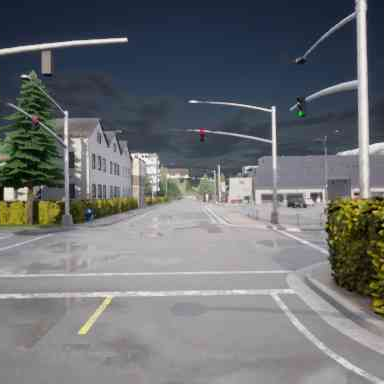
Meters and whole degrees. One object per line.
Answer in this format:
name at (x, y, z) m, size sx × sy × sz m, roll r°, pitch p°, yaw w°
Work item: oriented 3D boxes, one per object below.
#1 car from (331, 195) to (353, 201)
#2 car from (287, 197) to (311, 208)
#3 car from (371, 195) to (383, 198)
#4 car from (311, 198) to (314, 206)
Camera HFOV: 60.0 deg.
car at (25.505, 1.396, 56.519) m, size 2.152 × 1.636 × 5.027 m, roll -1°, pitch -1°, yaw 0°
car at (15.442, 1.627, 49.125) m, size 2.007 × 1.523 × 4.514 m, roll -1°, pitch -1°, yaw 0°
car at (19.128, 1.182, 31.256) m, size 1.905 × 1.878 × 3.866 m, roll -1°, pitch -1°, yaw 0°
car at (19.090, 1.570, 56.182) m, size 1.970 × 1.475 × 3.806 m, roll -1°, pitch -1°, yaw 0°
